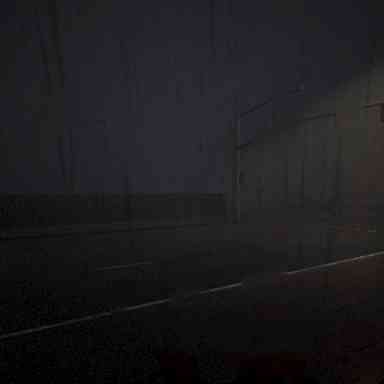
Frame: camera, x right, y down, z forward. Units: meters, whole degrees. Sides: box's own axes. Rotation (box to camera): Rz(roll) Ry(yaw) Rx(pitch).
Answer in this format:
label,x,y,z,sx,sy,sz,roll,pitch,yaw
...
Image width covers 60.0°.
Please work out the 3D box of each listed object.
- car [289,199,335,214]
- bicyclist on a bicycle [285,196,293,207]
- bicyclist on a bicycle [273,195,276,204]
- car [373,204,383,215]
label,x,y,z,sx,sy,sz,roll,pitch,yaw
car,12.868,1.466,35.979,1.882,1.535,5.008,0,0,-33
bicyclist on a bicycle,14.516,1.438,49.552,1.656,1.620,0.582,0,0,-23
bicyclist on a bicycle,13.517,1.285,54.460,0.582,1.620,1.656,0,0,21
car,19.842,1.492,31.535,1.837,1.490,4.892,0,0,-31
